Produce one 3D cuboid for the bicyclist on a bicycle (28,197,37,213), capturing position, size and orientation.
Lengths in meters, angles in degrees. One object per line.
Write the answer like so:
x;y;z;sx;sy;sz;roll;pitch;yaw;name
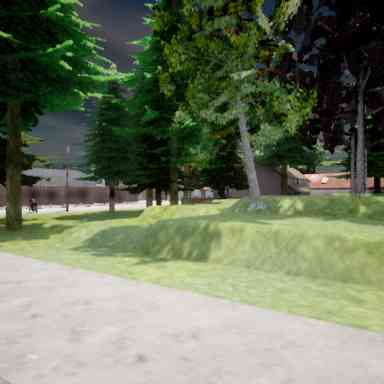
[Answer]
-15.894;1.324;33.151;1.656;1.620;0.582;0;0;35;bicyclist on a bicycle
